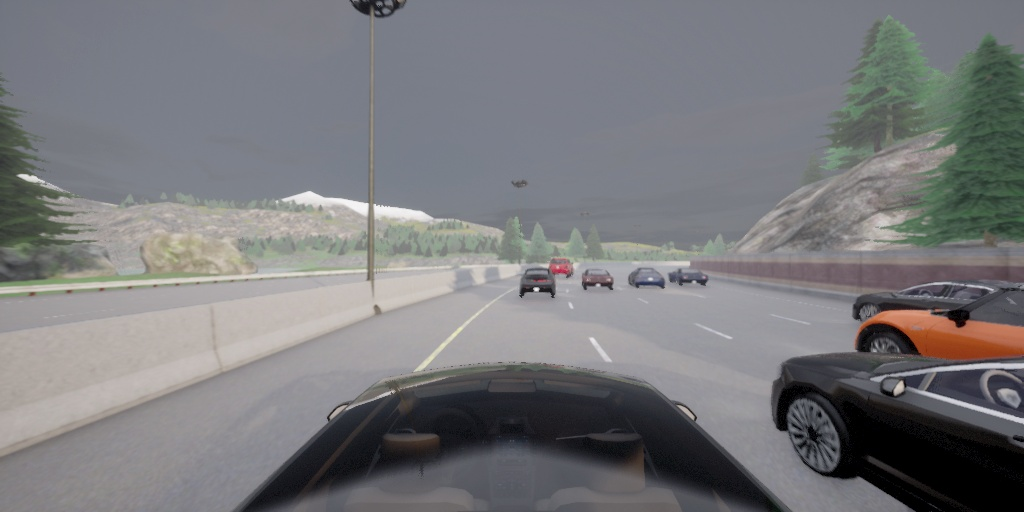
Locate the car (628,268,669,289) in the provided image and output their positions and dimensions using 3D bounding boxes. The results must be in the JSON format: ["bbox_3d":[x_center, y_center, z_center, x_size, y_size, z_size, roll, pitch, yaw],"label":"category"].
[{"bbox_3d":[9.551,1.522,25.718,1.994,1.385,4.181,0,0,11],"label":"car"}]

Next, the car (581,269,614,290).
[{"bbox_3d":[5.723,1.539,24.425,1.895,1.301,4.718,0,0,10],"label":"car"}]

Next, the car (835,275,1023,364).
[{"bbox_3d":[10.923,1.321,8.603,2.128,1.511,4.902,0,0,3],"label":"car"}]

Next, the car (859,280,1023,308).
[{"bbox_3d":[7.249,1.142,4.594,2.097,1.767,4.553,0,0,1],"label":"car"}]

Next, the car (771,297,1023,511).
[{"bbox_3d":[3.672,1.250,1.847,2.128,1.511,4.902,0,-1,0],"label":"car"}]

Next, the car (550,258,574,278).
[{"bbox_3d":[5.313,1.267,38.504,2.150,2.045,5.566,0,0,15],"label":"car"}]

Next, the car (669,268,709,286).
[{"bbox_3d":[13.506,1.584,27.830,1.895,1.301,4.718,0,0,12],"label":"car"}]

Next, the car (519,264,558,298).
[{"bbox_3d":[1.503,1.399,19.939,1.837,1.490,4.892,0,0,7],"label":"car"}]
